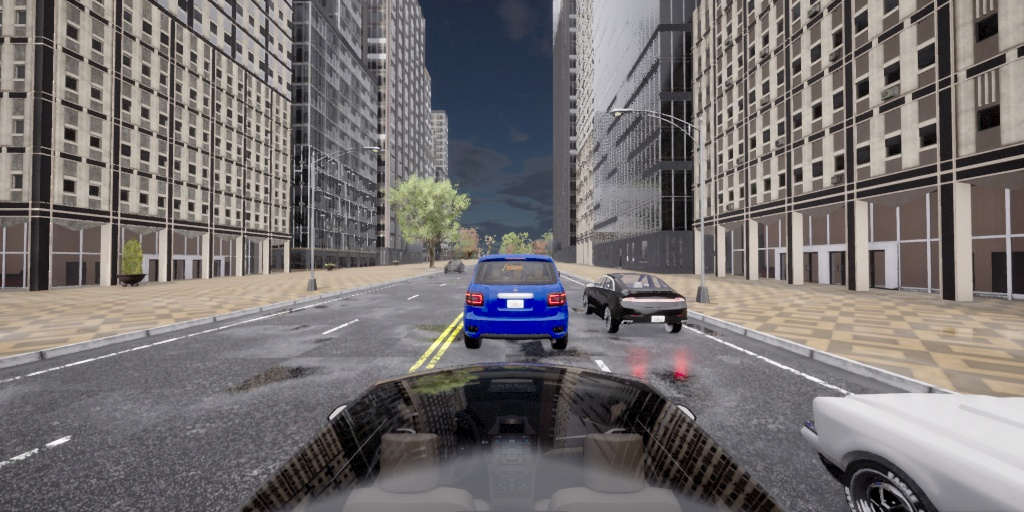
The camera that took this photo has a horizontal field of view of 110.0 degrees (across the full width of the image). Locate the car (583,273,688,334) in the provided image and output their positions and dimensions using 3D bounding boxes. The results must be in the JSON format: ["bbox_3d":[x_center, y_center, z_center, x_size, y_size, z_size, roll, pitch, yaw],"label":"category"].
[{"bbox_3d":[3.388,1.244,10.712,2.128,1.511,4.902,0,0,0],"label":"car"}]

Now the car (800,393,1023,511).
[{"bbox_3d":[3.346,1.351,0.829,1.895,1.301,4.718,0,0,0],"label":"car"}]

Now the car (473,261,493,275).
[{"bbox_3d":[-3.167,1.289,40.296,1.812,1.442,4.674,0,0,0],"label":"car"}]

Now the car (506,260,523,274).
[{"bbox_3d":[0.277,1.242,42.640,1.882,1.535,5.008,0,0,0],"label":"car"}]

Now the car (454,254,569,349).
[{"bbox_3d":[0.120,0.974,9.276,2.150,2.045,5.566,0,0,1],"label":"car"}]

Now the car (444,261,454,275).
[{"bbox_3d":[-6.417,1.268,40.373,1.837,1.490,4.892,0,0,0],"label":"car"}]
